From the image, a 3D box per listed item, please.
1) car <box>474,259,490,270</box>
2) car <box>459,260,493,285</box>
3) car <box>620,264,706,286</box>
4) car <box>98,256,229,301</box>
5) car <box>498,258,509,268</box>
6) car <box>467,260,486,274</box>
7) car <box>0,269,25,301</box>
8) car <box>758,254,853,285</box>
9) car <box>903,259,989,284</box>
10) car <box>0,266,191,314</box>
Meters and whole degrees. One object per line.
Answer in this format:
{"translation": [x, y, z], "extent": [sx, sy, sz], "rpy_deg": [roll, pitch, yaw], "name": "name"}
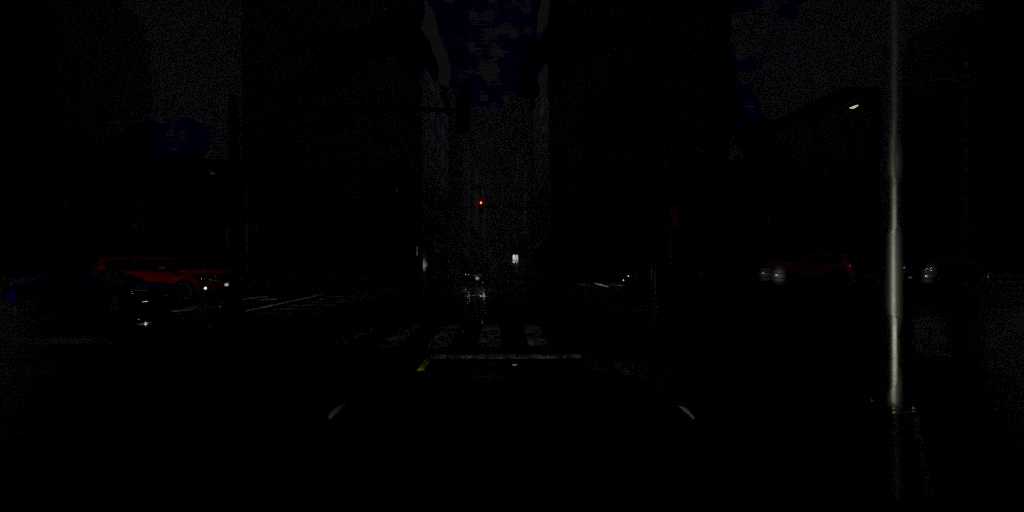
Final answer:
{"translation": [-4.387, 1.277, 53.457], "extent": [2.128, 1.511, 4.902], "rpy_deg": [0, 0, -1], "name": "car"}
{"translation": [-2.840, 1.249, 26.225], "extent": [2.128, 1.511, 4.902], "rpy_deg": [0, 0, -13], "name": "car"}
{"translation": [10.235, 1.243, 24.477], "extent": [5.357, 1.411, 2.033], "rpy_deg": [0, 0, -2], "name": "car"}
{"translation": [-16.343, 1.027, 16.968], "extent": [5.566, 2.045, 2.150], "rpy_deg": [0, 0, -2], "name": "car"}
{"translation": [-1.504, 1.361, 64.841], "extent": [1.994, 1.385, 4.181], "rpy_deg": [0, 0, -2], "name": "car"}
{"translation": [-4.080, 1.280, 42.148], "extent": [1.837, 1.490, 4.892], "rpy_deg": [0, 0, -2], "name": "car"}
{"translation": [-26.265, 1.368, 16.663], "extent": [4.674, 1.442, 1.812], "rpy_deg": [0, 0, -1], "name": "car"}
{"translation": [20.193, 0.883, 24.778], "extent": [5.566, 2.045, 2.150], "rpy_deg": [0, 0, -2], "name": "car"}
{"translation": [30.086, 0.981, 25.070], "extent": [4.553, 1.767, 2.097], "rpy_deg": [0, 0, -2], "name": "car"}
{"translation": [-15.784, 1.281, 13.733], "extent": [5.008, 1.535, 1.882], "rpy_deg": [0, 0, -2], "name": "car"}
